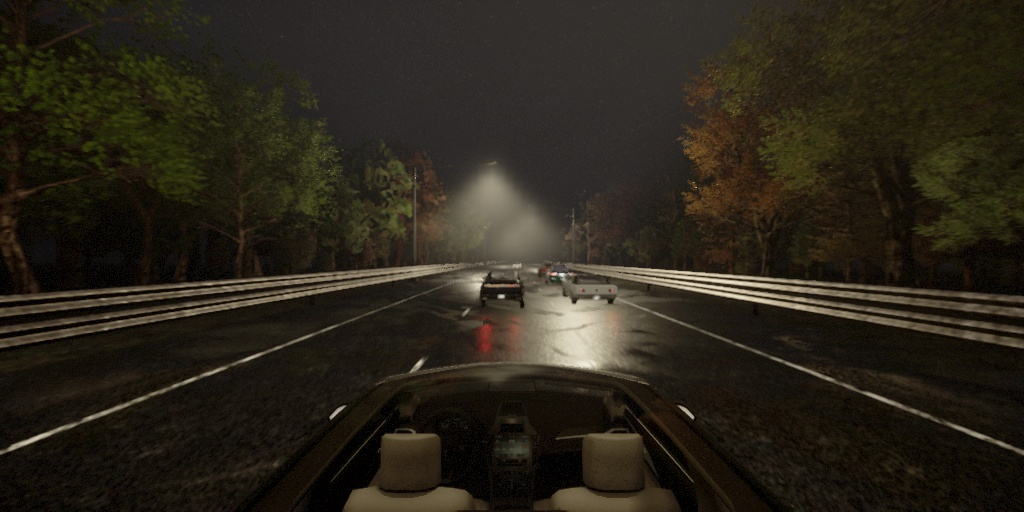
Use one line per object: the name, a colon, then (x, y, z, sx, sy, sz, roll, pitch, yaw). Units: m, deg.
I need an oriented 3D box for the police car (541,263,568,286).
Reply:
police car: (3.659, 1.508, 28.198, 2.038, 1.542, 4.974, 0, -1, 1)

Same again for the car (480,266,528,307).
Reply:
car: (-0.332, 1.382, 16.329, 2.128, 1.511, 4.902, 0, 0, 2)

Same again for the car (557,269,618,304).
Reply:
car: (3.553, 1.500, 17.272, 1.895, 1.301, 4.718, 0, -1, 0)

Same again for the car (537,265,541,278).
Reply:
car: (3.822, 1.536, 39.152, 2.033, 1.649, 4.856, 0, -1, 1)

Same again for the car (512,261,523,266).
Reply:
car: (0.952, 1.858, 64.385, 1.812, 1.442, 4.674, 0, 0, 2)
